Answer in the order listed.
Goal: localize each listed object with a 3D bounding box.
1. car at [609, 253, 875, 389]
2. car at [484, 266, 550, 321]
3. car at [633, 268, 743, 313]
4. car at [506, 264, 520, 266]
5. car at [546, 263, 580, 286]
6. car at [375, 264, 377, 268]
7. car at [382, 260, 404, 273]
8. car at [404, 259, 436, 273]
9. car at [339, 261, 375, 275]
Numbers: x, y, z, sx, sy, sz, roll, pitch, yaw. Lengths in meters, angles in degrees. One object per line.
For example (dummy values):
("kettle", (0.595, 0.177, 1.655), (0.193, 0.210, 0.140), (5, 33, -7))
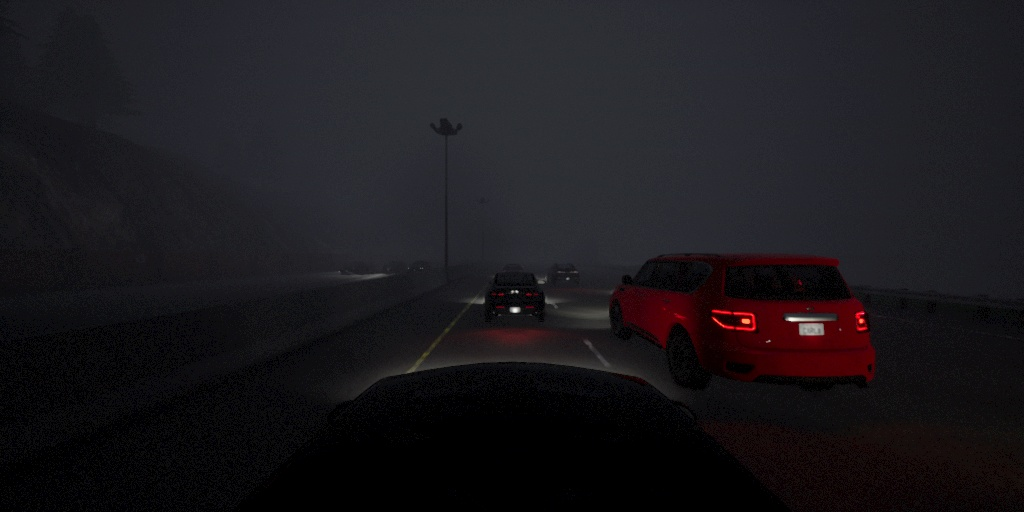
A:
("car", (3.593, 0.975, 6.985), (2.150, 2.045, 5.566), (0, 0, 0))
("car", (0.090, 1.264, 12.491), (1.837, 1.490, 4.892), (0, 0, 0))
("car", (7.091, 1.308, 15.275), (2.033, 1.411, 5.357), (0, 0, 0))
("car", (0.079, 1.339, 30.677), (1.994, 1.385, 4.181), (0, 0, 0))
("car", (3.583, 1.261, 25.473), (2.128, 1.511, 4.902), (0, 0, 0))
("car", (-21.103, 1.398, 51.140), (1.895, 1.301, 4.718), (0, 0, 0))
("car", (-14.116, 1.280, 43.405), (2.128, 1.511, 4.902), (0, 0, 0))
("car", (-10.618, 1.292, 41.570), (1.837, 1.490, 4.892), (0, 0, 0))
("car", (-17.612, 1.313, 40.551), (1.812, 1.442, 4.674), (0, 0, 0))
